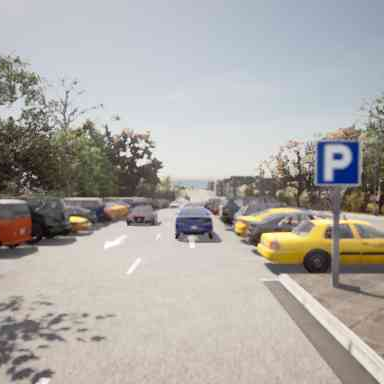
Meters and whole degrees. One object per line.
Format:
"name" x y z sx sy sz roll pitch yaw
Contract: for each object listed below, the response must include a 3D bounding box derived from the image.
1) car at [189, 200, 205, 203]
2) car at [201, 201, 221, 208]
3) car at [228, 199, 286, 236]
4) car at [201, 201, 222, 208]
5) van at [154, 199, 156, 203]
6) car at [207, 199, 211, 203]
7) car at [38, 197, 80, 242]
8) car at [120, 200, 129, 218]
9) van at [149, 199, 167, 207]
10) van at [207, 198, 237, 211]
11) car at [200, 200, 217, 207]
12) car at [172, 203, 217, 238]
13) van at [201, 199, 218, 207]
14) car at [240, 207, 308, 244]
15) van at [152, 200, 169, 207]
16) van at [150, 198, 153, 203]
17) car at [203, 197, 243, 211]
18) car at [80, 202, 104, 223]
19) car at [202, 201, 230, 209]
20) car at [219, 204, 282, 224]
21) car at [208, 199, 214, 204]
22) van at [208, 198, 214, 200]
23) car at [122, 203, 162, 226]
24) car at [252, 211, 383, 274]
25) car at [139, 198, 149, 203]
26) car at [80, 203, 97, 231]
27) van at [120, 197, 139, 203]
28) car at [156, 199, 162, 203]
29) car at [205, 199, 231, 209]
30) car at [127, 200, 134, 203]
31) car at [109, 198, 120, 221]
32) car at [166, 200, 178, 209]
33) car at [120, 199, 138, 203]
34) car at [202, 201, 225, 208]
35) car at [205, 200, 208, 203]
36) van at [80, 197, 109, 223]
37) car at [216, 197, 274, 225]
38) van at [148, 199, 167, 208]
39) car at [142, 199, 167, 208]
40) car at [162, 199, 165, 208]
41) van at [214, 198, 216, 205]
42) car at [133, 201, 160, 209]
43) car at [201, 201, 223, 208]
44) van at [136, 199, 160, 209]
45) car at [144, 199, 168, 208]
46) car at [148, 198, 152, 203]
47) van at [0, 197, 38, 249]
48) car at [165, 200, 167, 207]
"car" 0.097 1.783 34.132 1.882 1.535 5.008 0 -1 0
"car" 4.564 3.077 82.000 4.792 1.488 2.163 0 -2 0
"car" 4.507 1.424 18.194 4.553 1.767 2.185 0 -1 0
"car" 4.564 2.992 79.225 4.792 1.488 2.163 0 -2 0
"van" -8.660 1.967 54.272 4.442 1.987 1.878 0 -2 0
"car" 4.534 1.917 40.395 4.674 1.452 2.002 0 -1 0
"car" -8.569 1.269 15.641 5.566 2.045 2.435 0 0 0
"car" -8.537 1.717 29.358 5.008 1.535 2.097 0 -1 0
"van" -8.662 2.915 84.855 4.442 1.987 1.878 0 -2 0
"van" 4.653 1.876 51.485 4.442 1.987 1.878 0 -2 0
"car" 4.503 3.183 90.327 4.553 1.767 2.185 0 -2 0
"car" 0.097 1.545 18.008 1.882 1.535 5.008 0 -1 0
"van" 4.418 2.908 84.783 4.442 1.987 1.878 0 -2 0
"car" 4.533 1.490 12.644 4.892 1.521 2.231 0 0 0
"van" -8.437 3.090 90.408 4.442 1.987 1.878 0 -2 0
"van" -8.427 1.795 48.726 4.442 1.987 1.878 0 -1 0
"car" 4.508 1.765 48.711 5.566 2.045 2.435 0 -2 0
"car" -8.535 1.597 21.173 4.892 1.521 2.231 0 -1 0
"car" 4.721 2.529 65.352 5.366 1.575 1.946 0 -2 0
"car" 4.535 1.710 26.515 4.674 1.452 2.002 0 -1 0
"car" 4.567 1.865 37.618 4.792 1.488 2.163 0 -1 0
"van" 4.653 1.693 43.175 4.442 1.987 1.878 0 -1 0
"car" -3.601 1.729 24.631 1.994 1.385 4.181 0 -1 0
"car" 4.724 1.469 9.875 5.366 1.575 1.946 0 0 0
"car" -8.358 1.881 40.564 5.366 1.575 1.946 0 -1 0
"car" -8.356 1.553 18.406 5.366 1.575 1.946 0 -1 0
"van" -8.660 1.617 37.797 4.442 1.987 1.878 0 -1 0
"car" -8.516 2.028 57.042 5.566 2.045 2.435 0 -2 0
"car" 4.567 2.234 59.806 4.553 1.767 2.185 0 -2 0
"car" -8.537 1.760 32.254 5.008 1.535 2.097 0 -1 0
"car" -8.511 1.552 26.715 4.553 1.767 2.185 0 -1 0
"car" -3.519 2.603 66.182 1.812 1.442 4.674 0 -2 0
"car" -8.537 1.803 35.024 4.892 1.521 2.231 0 -1 0
"car" 4.529 2.705 70.902 4.892 1.521 2.231 0 -2 0
"car" 4.507 1.990 45.953 4.792 1.488 2.163 0 -1 0
"van" -8.659 1.411 23.947 4.442 1.987 1.878 0 -1 0
"car" 4.566 1.336 20.968 5.566 2.045 2.435 0 -1 0
"van" -8.428 2.829 82.086 4.442 1.987 1.878 0 -2 0
"car" -8.517 2.632 76.550 5.566 2.045 2.435 0 -2 0
"car" -8.547 2.662 68.108 4.674 1.452 2.002 0 -2 0
"van" 4.421 1.486 29.295 4.442 1.987 1.878 0 -1 0
"car" -8.542 2.494 62.696 4.674 1.452 2.002 0 -2 0
"car" 4.564 2.906 76.450 4.792 1.488 2.163 0 -2 0
"van" -8.661 2.311 65.347 4.442 1.987 1.878 0 -2 0
"car" -8.517 2.718 79.319 5.566 2.045 2.435 0 -2 0
"car" -8.548 1.967 46.102 5.008 1.535 2.097 0 -1 0
"van" -8.659 1.269 12.748 4.442 1.987 1.878 0 0 0
"car" -8.539 2.712 71.003 5.008 1.535 2.097 0 -2 0
